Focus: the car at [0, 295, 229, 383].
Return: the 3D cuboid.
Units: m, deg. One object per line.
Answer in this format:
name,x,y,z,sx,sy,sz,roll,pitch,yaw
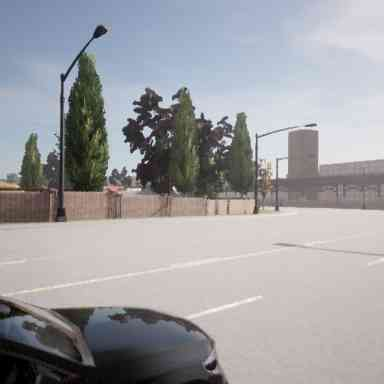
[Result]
car,-1.849,1.519,2.422,4.674,1.442,1.812,0,0,-35
